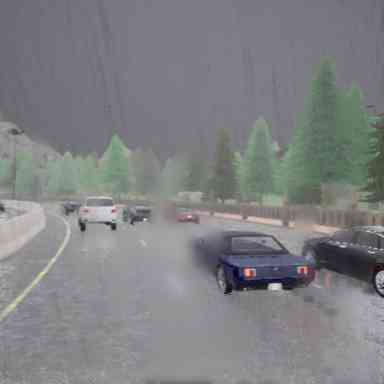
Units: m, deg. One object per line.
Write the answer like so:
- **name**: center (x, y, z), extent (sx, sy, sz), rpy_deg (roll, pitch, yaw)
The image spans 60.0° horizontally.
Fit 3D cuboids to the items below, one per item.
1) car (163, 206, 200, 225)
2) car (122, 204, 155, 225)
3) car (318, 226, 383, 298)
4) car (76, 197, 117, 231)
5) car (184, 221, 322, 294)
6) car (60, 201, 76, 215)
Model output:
- **car**: center (-0.939, 1.865, 27.333), extent (1.994, 1.385, 4.181), rpy_deg (1, -1, -22)
- **car**: center (-4.286, 1.746, 26.310), extent (1.837, 1.490, 4.892), rpy_deg (1, -1, -22)
- **car**: center (4.877, 1.680, 9.006), extent (1.837, 1.490, 4.892), rpy_deg (1, -1, -13)
- **car**: center (-6.363, 1.374, 22.177), extent (2.150, 2.045, 5.566), rpy_deg (1, -2, -20)
- **car**: center (1.247, 1.726, 9.187), extent (1.895, 1.301, 4.718), rpy_deg (1, -1, -13)
- **car**: center (-13.183, 1.734, 36.484), extent (1.837, 1.490, 4.892), rpy_deg (1, 0, -29)
